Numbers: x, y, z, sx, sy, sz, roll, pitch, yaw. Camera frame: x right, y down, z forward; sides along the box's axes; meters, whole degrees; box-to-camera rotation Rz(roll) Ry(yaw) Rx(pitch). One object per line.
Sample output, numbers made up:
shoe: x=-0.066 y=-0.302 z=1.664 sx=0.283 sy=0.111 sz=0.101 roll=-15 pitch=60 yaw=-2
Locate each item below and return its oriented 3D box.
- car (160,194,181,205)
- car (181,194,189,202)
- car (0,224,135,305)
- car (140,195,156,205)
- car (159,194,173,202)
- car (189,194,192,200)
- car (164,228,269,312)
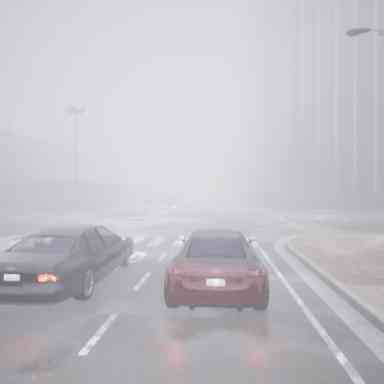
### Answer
car: x=-3.285 y=1.274 z=51.831 sx=1.812 sy=1.442 sz=4.674 roll=0 pitch=0 yaw=5
car: x=-2.156 y=1.205 z=66.165 sx=1.812 sy=1.442 sz=4.674 roll=0 pitch=1 yaw=5
car: x=-2.901 y=1.508 z=8.231 sx=2.033 sy=1.411 sz=5.357 roll=0 pitch=0 yaw=5
car: x=-6.775 y=1.274 z=52.092 sx=1.812 sy=1.442 sz=4.674 roll=0 pitch=0 yaw=5
car: x=-5.408 y=1.212 z=69.227 sx=2.033 sy=1.411 sz=5.357 roll=0 pitch=0 yaw=4
car: x=-1.014 y=1.121 z=80.966 sx=2.128 sy=1.511 sz=4.902 roll=0 pitch=0 yaw=4
car: x=0.575 y=1.525 z=7.757 sx=1.994 sy=1.385 sz=4.181 roll=0 pitch=0 yaw=5
